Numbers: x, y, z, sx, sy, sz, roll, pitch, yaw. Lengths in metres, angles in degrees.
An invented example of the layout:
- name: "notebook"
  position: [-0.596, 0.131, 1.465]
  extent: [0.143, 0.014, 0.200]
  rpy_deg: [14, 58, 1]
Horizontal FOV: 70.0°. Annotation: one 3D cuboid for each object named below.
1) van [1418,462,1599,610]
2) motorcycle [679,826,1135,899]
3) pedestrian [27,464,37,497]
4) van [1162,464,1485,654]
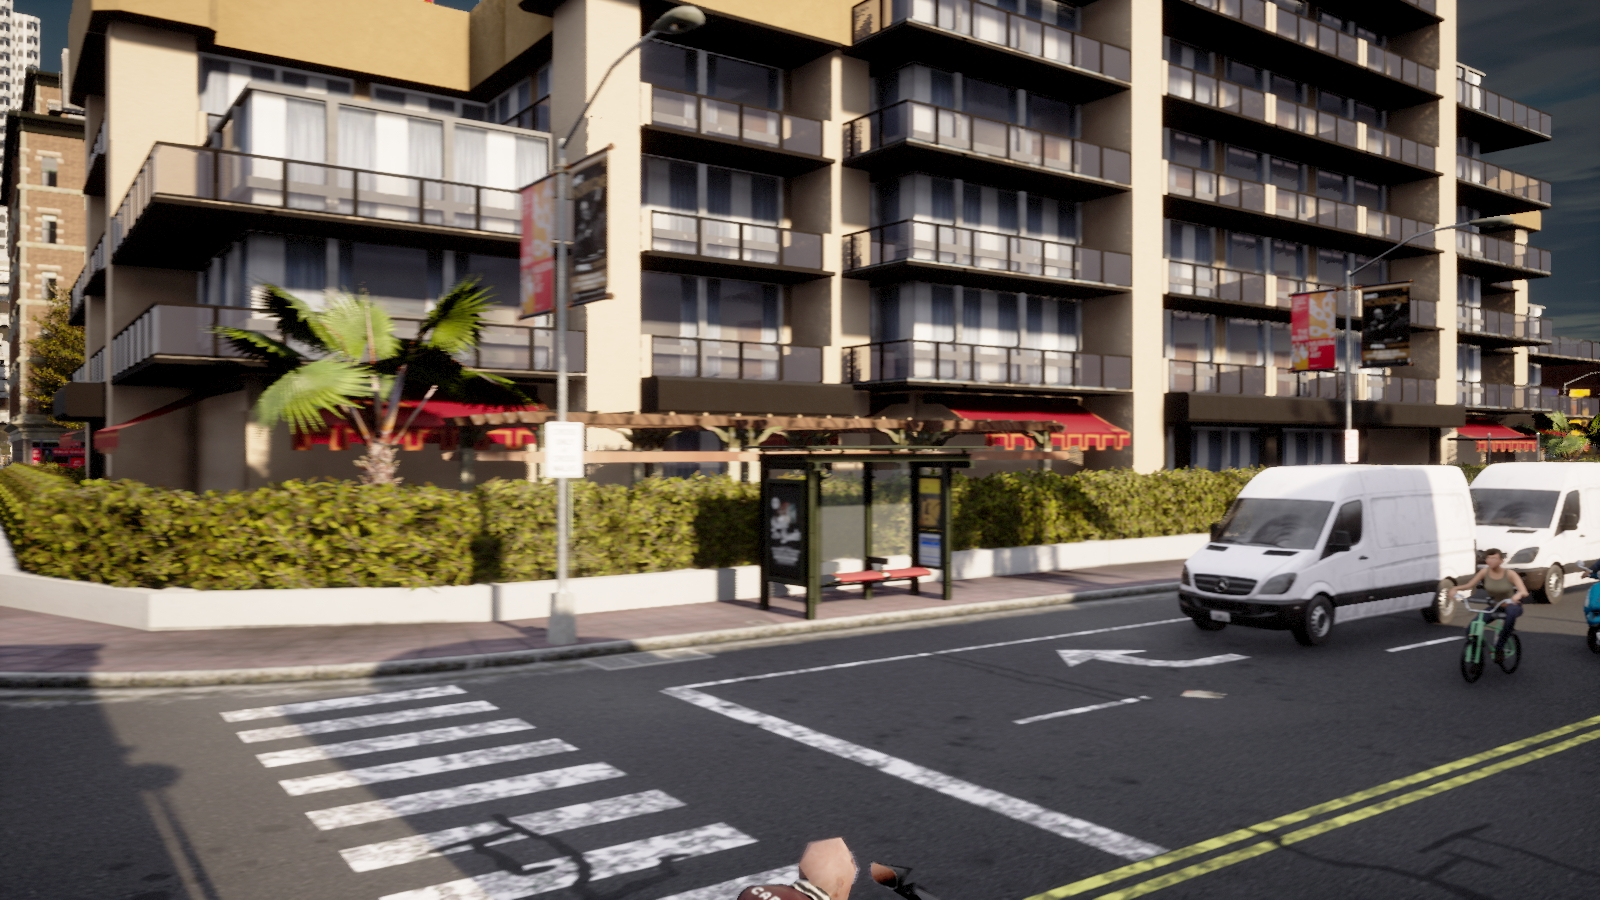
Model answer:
- name: "van"
  position: [14.777, 1.534, 22.677]
  extent: [5.915, 2.561, 1.988]
  rpy_deg: [0, 0, -35]
- name: "motorcycle"
  position: [0.047, 2.205, 3.811]
  extent: [2.209, 1.251, 0.867]
  rpy_deg: [0, 0, -35]
- name: "pedestrian"
  position: [-43.410, 1.696, 64.585]
  extent: [0.375, 1.860, 0.375]
  rpy_deg: [0, 0, -6]
- name: "van"
  position: [8.506, 1.534, 18.278]
  extent: [5.915, 2.561, 1.988]
  rpy_deg: [0, 0, -35]
